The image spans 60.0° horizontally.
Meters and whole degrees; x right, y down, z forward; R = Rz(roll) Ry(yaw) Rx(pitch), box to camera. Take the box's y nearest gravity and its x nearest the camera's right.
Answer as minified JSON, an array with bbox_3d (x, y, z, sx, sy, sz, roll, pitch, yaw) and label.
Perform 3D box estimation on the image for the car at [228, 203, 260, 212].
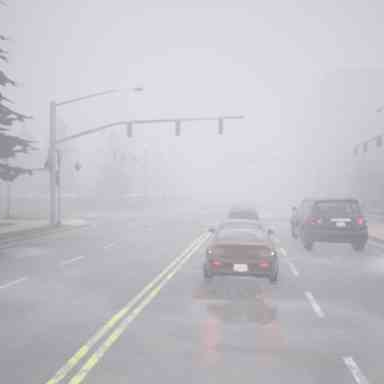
[{"bbox_3d":[3.348,1.480,21.639,1.882,1.535,5.008,0,0,10],"label":"car"}]

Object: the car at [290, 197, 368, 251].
[{"bbox_3d":[5.667,1.231,14.378,2.150,2.045,5.566,0,0,9],"label":"car"}]

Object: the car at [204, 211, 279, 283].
[{"bbox_3d":[1.412,1.522,9.673,1.812,1.442,4.674,1,0,8],"label":"car"}]

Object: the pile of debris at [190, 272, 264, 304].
[{"bbox_3d":[0.857,2.176,7.724,1.500,0.140,1.860,0,0,10],"label":"pile of debris"}]
